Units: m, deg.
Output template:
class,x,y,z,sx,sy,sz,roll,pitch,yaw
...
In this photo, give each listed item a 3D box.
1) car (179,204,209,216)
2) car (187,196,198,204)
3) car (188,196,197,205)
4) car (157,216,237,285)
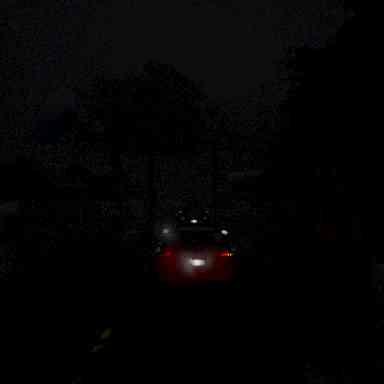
class,x,y,z,sx,sy,sz,roll,pitch,yaw
car,0.127,1.675,21.111,1.994,1.385,4.181,0,0,0
car,0.090,2.170,67.288,1.837,1.490,4.892,0,-1,0
car,0.103,1.943,77.746,2.150,2.045,5.566,0,-1,0
car,0.113,1.604,9.638,1.994,1.385,4.181,0,0,0
